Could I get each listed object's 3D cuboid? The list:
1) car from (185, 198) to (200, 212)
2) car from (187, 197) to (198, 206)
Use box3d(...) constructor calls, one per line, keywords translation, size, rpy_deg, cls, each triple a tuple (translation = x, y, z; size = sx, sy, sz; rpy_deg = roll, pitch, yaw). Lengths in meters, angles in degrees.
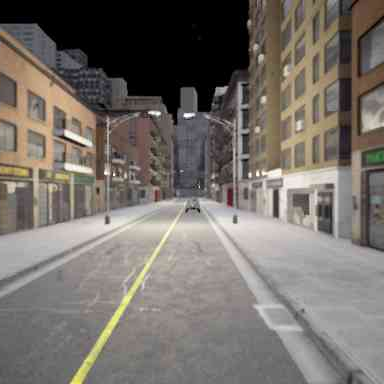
box3d(translation=(0.109, 1.759, 42.361), size=(2.033, 1.411, 5.357), rpy_deg=(0, 0, 0), cls="car")
box3d(translation=(0.115, 1.809, 63.113), size=(2.128, 1.511, 4.902), rpy_deg=(0, 0, 0), cls="car")
